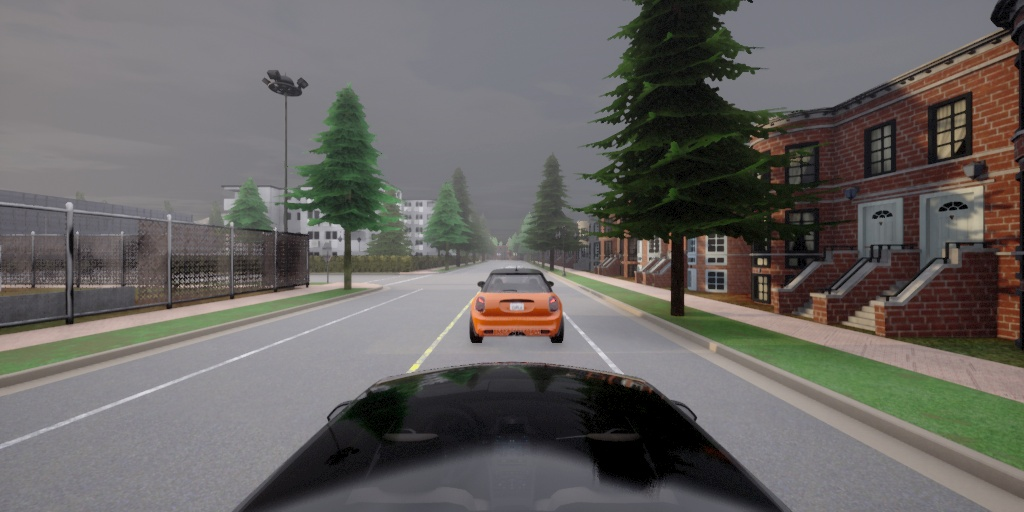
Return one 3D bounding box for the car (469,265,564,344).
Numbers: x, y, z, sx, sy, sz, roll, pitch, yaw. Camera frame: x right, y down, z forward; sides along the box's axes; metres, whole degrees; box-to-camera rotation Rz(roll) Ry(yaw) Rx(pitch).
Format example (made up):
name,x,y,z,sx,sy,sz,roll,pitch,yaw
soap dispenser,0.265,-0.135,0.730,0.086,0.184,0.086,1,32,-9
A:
name,x,y,z,sx,sy,sz,roll,pitch,yaw
car,0.102,1.101,9.763,2.097,1.767,4.553,0,0,0
